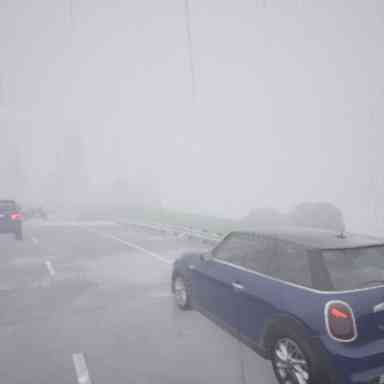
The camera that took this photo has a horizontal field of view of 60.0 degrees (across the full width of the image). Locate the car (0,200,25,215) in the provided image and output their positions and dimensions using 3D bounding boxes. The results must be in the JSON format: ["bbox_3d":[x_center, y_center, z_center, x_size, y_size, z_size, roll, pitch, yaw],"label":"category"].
[{"bbox_3d":[-21.156,1.763,38.768,1.882,1.535,5.008,-1,0,-40],"label":"car"}]

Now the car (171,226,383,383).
[{"bbox_3d":[1.290,1.339,5.466,2.097,1.767,4.553,-1,0,-25],"label":"car"}]

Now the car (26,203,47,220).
[{"bbox_3d":[-14.197,1.720,29.565,1.812,1.442,4.674,-1,0,-35],"label":"car"}]

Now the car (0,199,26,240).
[{"bbox_3d":[-10.211,1.356,17.306,2.150,2.045,5.566,0,0,-31],"label":"car"}]
